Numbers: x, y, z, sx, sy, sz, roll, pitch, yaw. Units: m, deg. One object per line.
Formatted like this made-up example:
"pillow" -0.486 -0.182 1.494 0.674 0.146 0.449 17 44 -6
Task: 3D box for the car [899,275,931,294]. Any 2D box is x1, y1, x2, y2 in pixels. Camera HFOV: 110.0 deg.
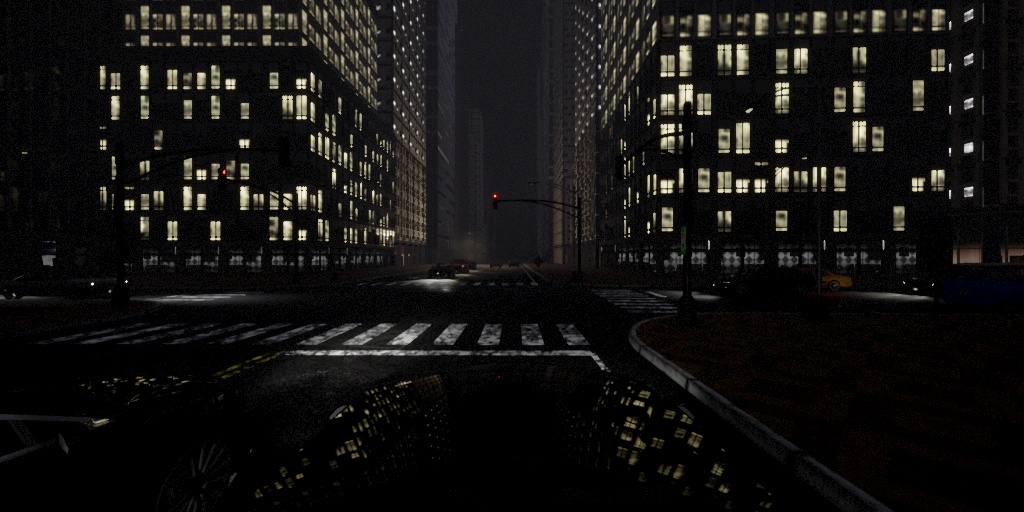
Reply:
"car" 23.459 1.324 18.380 5.357 1.411 2.033 0 0 2

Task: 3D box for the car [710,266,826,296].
"car" 13.059 1.274 18.801 4.892 1.490 1.837 0 0 2

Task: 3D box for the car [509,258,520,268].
"car" 0.373 1.359 64.788 2.128 1.511 4.902 0 0 1

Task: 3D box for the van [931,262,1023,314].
"van" 18.406 1.120 13.057 3.998 1.789 1.690 0 0 2

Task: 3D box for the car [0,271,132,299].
"car" -21.312 1.360 17.113 4.718 1.301 1.895 0 0 0

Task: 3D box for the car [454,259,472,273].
"car" -6.419 1.154 43.288 2.097 1.767 4.553 0 0 0

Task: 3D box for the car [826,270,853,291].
"car" 17.171 1.294 21.235 4.829 1.417 1.751 0 0 2

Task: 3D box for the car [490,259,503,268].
"car" -2.878 1.343 64.070 1.882 1.535 5.008 0 0 0

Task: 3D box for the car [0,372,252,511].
"car" -3.155 1.241 1.093 2.128 1.511 4.902 0 0 0

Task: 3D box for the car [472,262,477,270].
"car" -6.368 1.377 53.785 2.033 1.411 5.357 0 0 0

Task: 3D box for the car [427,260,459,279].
"car" -6.462 1.345 33.291 1.994 1.385 4.181 0 0 0

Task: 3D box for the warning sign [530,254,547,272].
"warning sign" 3.022 0.912 41.284 1.300 1.860 1.060 0 0 0
